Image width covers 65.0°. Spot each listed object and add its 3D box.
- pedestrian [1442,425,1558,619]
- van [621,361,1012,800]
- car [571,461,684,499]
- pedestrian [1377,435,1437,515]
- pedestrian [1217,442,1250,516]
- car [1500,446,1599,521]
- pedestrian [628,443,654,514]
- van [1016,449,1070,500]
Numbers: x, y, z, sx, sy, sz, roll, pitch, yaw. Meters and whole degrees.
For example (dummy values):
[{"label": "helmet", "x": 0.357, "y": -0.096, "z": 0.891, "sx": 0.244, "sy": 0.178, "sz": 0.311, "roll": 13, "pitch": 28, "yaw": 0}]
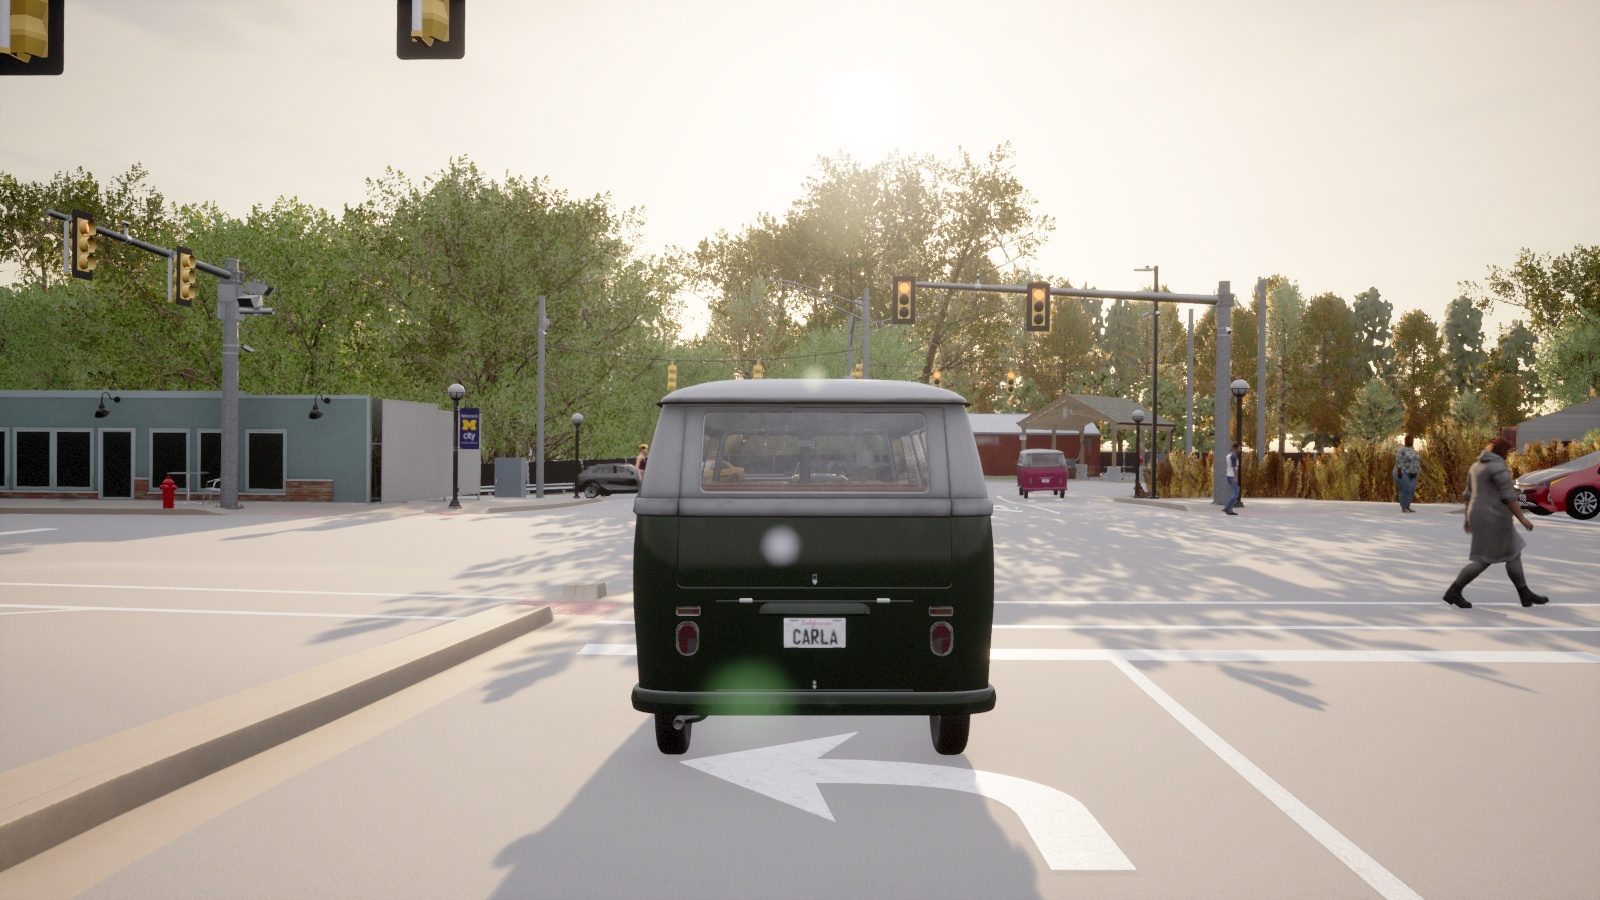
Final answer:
[{"label": "pedestrian", "x": 7.312, "y": 0.729, "z": 13.150, "sx": 0.873, "sy": 1.952, "sz": 0.659, "roll": 1, "pitch": 0, "yaw": 11}, {"label": "van", "x": 0.062, "y": 0.631, "z": 7.930, "sx": 1.775, "sy": 1.987, "sz": 4.442, "roll": 0, "pitch": -1, "yaw": 0}, {"label": "car", "x": -8.173, "y": 1.424, "z": 59.640, "sx": 4.856, "sy": 1.649, "sz": 2.033, "roll": -1, "pitch": -1, "yaw": 15}, {"label": "pedestrian", "x": 14.476, "y": 0.581, "z": 29.952, "sx": 0.874, "sy": 1.855, "sz": 0.900, "roll": 1, "pitch": 0, "yaw": -24}, {"label": "pedestrian", "x": 10.940, "y": 0.728, "z": 31.707, "sx": 0.706, "sy": 1.836, "sz": 0.354, "roll": 1, "pitch": 0, "yaw": 5}, {"label": "car", "x": 17.983, "y": 0.673, "z": 27.175, "sx": 4.514, "sy": 1.525, "sz": 2.007, "roll": -1, "pitch": 0, "yaw": 4}, {"label": "pedestrian", "x": -4.191, "y": 0.749, "z": 33.139, "sx": 0.594, "sy": 1.836, "sz": 0.345, "roll": 1, "pitch": 0, "yaw": 9}, {"label": "van", "x": 10.010, "y": 0.969, "z": 52.072, "sx": 1.775, "sy": 1.987, "sz": 4.442, "roll": -1, "pitch": 0, "yaw": 6}]
